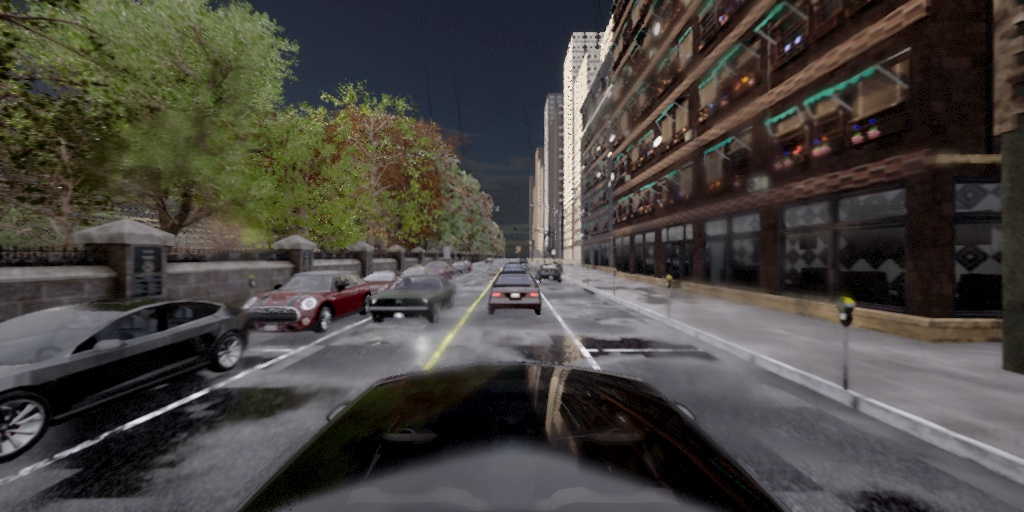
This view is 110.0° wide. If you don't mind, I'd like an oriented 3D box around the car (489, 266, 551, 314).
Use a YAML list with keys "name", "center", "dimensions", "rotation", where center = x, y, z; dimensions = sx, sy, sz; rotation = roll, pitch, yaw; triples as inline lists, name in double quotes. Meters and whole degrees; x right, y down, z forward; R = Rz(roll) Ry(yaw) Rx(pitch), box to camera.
- name: "car"
  center: [0.104, 1.267, 13.667]
  dimensions: [2.033, 1.411, 5.357]
  rotation: [0, 0, 0]

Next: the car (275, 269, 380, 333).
- name: "car"
  center: [-5.688, 1.168, 10.450]
  dimensions: [1.967, 1.591, 4.097]
  rotation: [0, 0, 0]

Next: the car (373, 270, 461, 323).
- name: "car"
  center: [-3.098, 1.325, 12.064]
  dimensions: [1.895, 1.301, 4.718]
  rotation: [0, 0, 0]

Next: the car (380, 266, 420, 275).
- name: "car"
  center: [-5.686, 1.296, 15.989]
  dimensions: [1.802, 1.307, 4.207]
  rotation: [0, 0, 0]

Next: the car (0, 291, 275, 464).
- name: "car"
  center: [-5.690, 1.307, 4.912]
  dimensions: [1.948, 1.339, 4.313]
  rotation: [0, 0, 0]

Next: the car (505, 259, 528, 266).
- name: "car"
  center: [0.111, 1.230, 29.922]
  dimensions: [2.033, 1.411, 5.357]
  rotation: [0, 0, 0]

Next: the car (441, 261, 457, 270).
- name: "car"
  center: [-5.682, 1.129, 27.066]
  dimensions: [1.967, 1.591, 4.097]
  rotation: [0, 0, 0]

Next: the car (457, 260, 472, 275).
- name: "car"
  center: [-5.755, 1.215, 38.142]
  dimensions: [2.007, 1.370, 4.403]
  rotation: [0, 0, 0]

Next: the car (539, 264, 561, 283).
- name: "car"
  center: [2.698, 1.240, 27.065]
  dimensions: [2.007, 1.370, 4.403]
  rotation: [0, 0, 0]

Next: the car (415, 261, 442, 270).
- name: "car"
  center: [-5.684, 1.227, 21.357]
  dimensions: [1.751, 1.417, 4.829]
  rotation: [0, 0, 0]
